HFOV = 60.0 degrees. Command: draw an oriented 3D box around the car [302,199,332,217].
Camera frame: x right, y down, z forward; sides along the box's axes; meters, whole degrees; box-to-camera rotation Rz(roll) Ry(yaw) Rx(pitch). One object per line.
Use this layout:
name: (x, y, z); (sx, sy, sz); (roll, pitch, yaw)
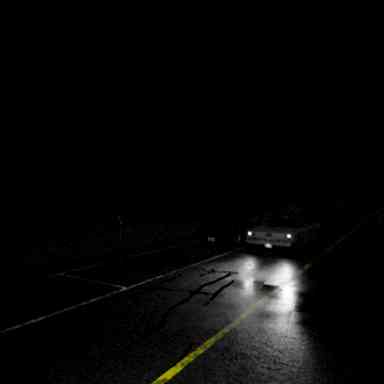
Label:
car: (10.799, 1.582, 29.443); (1.802, 1.307, 4.206); (0, 0, 32)

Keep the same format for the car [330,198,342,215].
car: (13.749, 1.566, 34.114); (1.947, 1.339, 4.313); (0, 0, 32)

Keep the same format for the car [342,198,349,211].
car: (16.699, 1.441, 38.786); (1.967, 1.590, 4.097); (0, 0, 32)

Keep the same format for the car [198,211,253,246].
car: (1.949, 1.566, 15.428); (1.947, 1.339, 4.313); (0, 0, 32)

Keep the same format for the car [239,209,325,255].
car: (3.885, 1.601, 13.696); (1.895, 1.301, 4.718); (0, 0, 32)

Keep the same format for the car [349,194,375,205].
car: (27.867, 1.552, 56.938); (2.033, 1.411, 5.357); (0, 0, -21)
